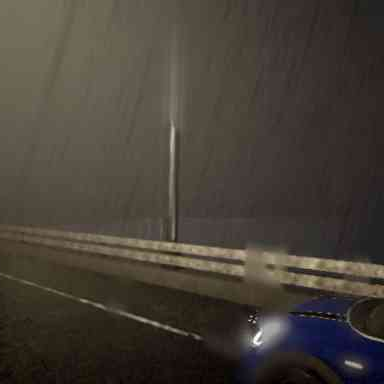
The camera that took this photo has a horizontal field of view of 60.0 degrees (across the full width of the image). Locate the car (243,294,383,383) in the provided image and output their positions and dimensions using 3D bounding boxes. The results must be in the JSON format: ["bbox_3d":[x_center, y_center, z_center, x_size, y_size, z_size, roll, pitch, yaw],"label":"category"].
[{"bbox_3d":[2.770,1.583,3.137,4.553,1.767,2.097,-1,-4,38],"label":"car"}]
